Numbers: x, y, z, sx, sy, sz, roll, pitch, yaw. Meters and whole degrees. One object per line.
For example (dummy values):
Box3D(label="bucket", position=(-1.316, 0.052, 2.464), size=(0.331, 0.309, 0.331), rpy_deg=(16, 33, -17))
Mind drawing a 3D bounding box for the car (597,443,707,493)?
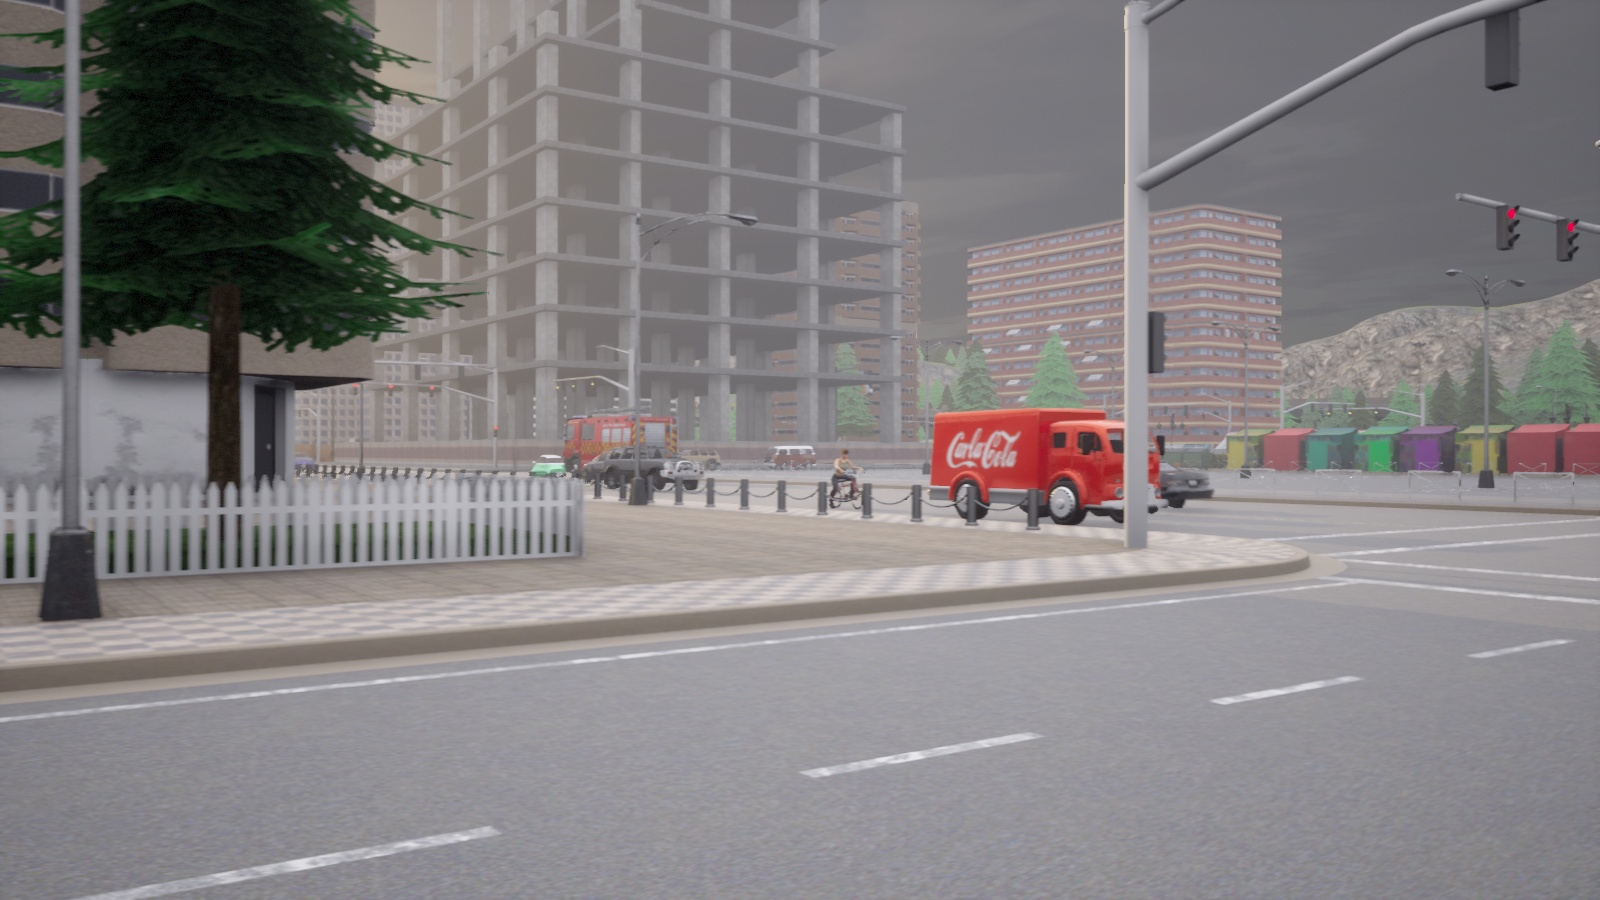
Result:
Box3D(label="car", position=(-5.840, 0.694, 49.193), size=(1.932, 1.855, 4.605), rpy_deg=(0, -1, -43))

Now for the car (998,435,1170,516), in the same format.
Box3D(label="car", position=(6.991, 0.602, 31.199), size=(1.905, 1.878, 3.866), rpy_deg=(0, 0, -35))

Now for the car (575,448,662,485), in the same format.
Box3D(label="car", position=(-8.662, 0.754, 59.660), size=(2.242, 1.667, 4.611), rpy_deg=(0, 0, -35))

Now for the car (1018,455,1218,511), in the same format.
Box3D(label="car", position=(8.700, 0.859, 34.867), size=(2.033, 1.411, 5.357), rpy_deg=(0, 0, -35))

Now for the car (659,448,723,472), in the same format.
Box3D(label="car", position=(-8.541, 0.766, 98.504), size=(4.605, 1.855, 1.932), rpy_deg=(0, 0, -35))

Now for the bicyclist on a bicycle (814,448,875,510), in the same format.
Box3D(label="bicyclist on a bicycle", position=(1.178, 0.761, 33.406), size=(0.866, 1.612, 1.509), rpy_deg=(0, 0, -35))

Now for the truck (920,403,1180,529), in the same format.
Box3D(label="truck", position=(5.329, 0.314, 27.472), size=(2.627, 2.467, 5.204), rpy_deg=(0, 0, -35))

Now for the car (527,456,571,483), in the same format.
Box3D(label="car", position=(-13.233, 0.990, 66.183), size=(1.481, 1.376, 2.207), rpy_deg=(0, 0, -35))

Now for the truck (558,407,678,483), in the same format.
Box3D(label="truck", position=(-9.937, -0.233, 67.578), size=(2.891, 3.827, 8.468), rpy_deg=(0, 0, -35))
